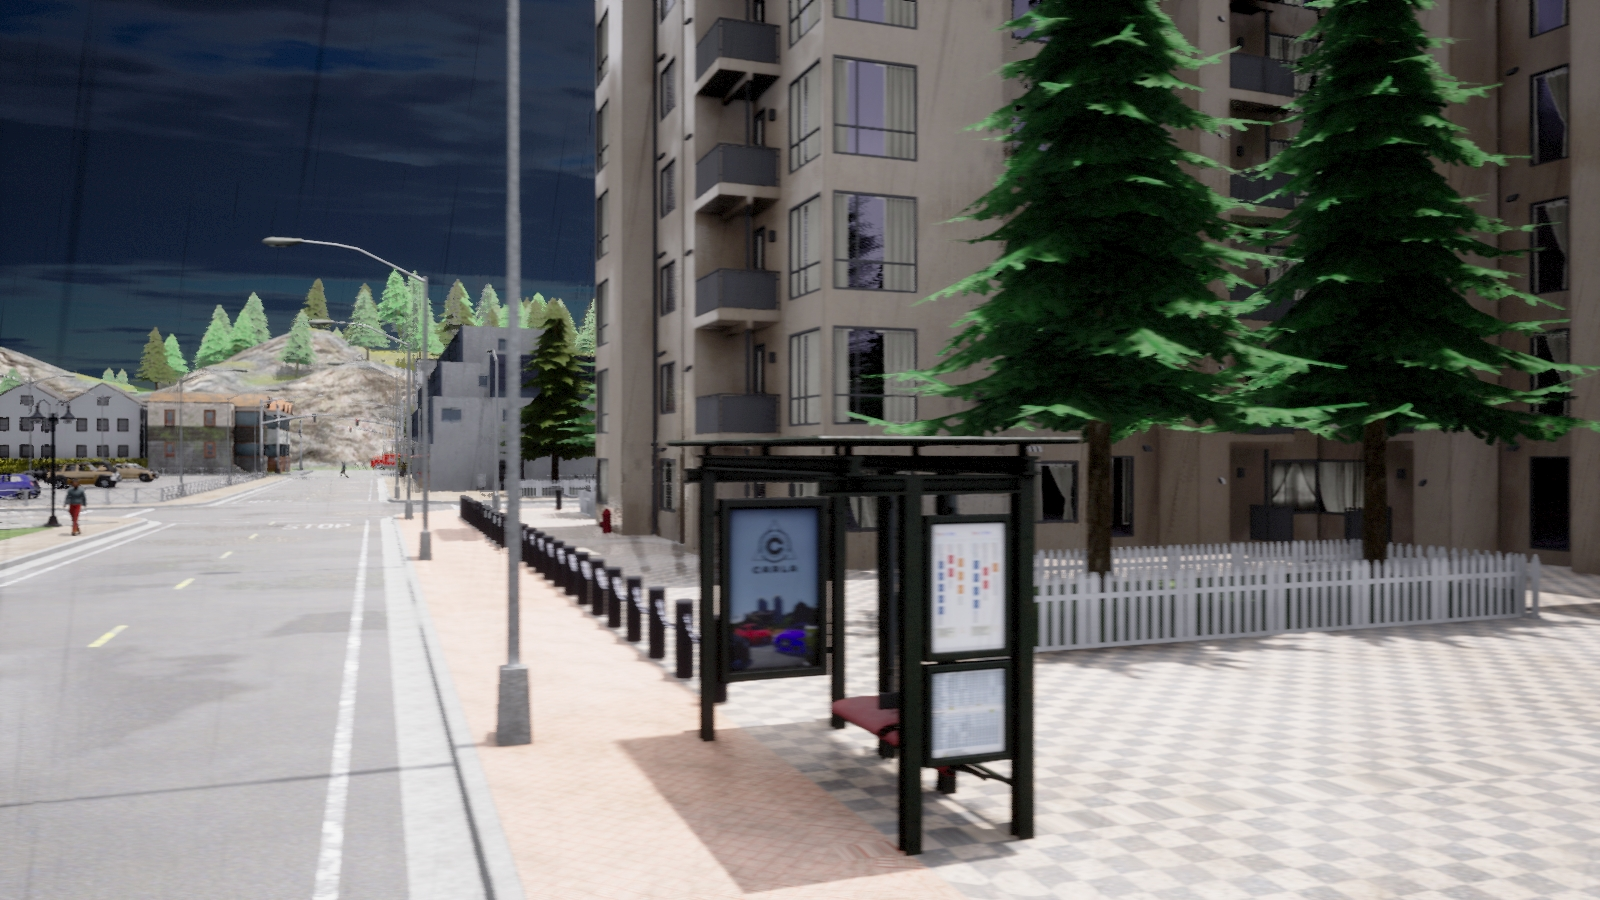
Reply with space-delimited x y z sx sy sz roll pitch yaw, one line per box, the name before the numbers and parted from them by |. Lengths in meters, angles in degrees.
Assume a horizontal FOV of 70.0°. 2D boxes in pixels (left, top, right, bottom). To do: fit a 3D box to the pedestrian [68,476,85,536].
pedestrian | -22.694 1.736 35.843 0.375 1.860 0.375 0 0 -19
